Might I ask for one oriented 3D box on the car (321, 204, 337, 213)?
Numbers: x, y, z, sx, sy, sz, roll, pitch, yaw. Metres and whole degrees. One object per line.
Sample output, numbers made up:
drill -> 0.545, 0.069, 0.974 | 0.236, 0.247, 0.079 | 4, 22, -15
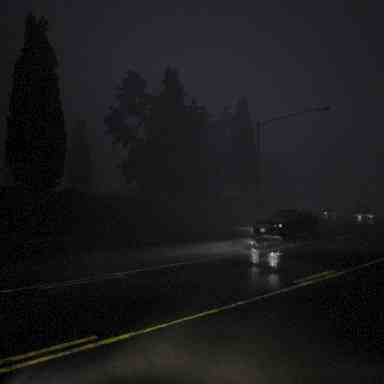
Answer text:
car -> 23.365, 2.768, 57.483 | 1.812, 1.442, 4.674 | 0, -1, 6

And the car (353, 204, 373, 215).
car -> 25.450, 2.593, 49.700 | 1.812, 1.442, 4.674 | 0, -1, 14

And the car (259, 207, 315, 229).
car -> 7.337, 1.875, 25.272 | 2.033, 1.411, 5.357 | 0, -1, 41

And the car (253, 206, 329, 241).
car -> 5.184, 1.660, 17.962 | 4.902, 1.511, 2.128 | 2, -1, -45
